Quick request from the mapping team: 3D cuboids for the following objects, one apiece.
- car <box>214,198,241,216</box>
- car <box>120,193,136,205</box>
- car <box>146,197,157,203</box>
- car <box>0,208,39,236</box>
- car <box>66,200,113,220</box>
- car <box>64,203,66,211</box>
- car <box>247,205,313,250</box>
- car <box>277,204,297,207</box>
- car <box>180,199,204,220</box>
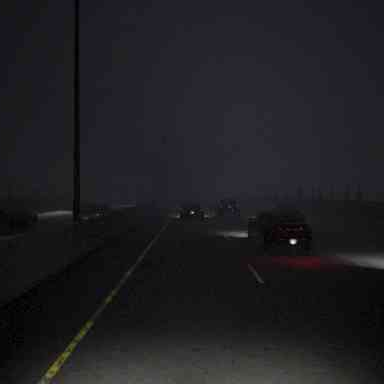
[{"bbox_3d":[3.383,1.365,32.453,2.097,1.767,4.553,0,0,-1],"label":"car"},{"bbox_3d":[-11.516,1.273,59.939,2.150,2.045,5.566,0,0,-1],"label":"car"},{"bbox_3d":[-8.184,1.617,66.760,1.895,1.301,4.718,0,0,-2],"label":"car"},{"bbox_3d":[-10.616,1.608,18.825,1.895,1.301,4.718,0,0,0],"label":"car"},{"bbox_3d":[-7.161,1.501,24.526,2.128,1.511,4.902,0,0,-1],"label":"car"},{"bbox_3d":[-14.565,1.617,42.022,1.895,1.301,4.718,0,0,-2],"label":"car"},{"bbox_3d":[3.600,1.510,14.267,1.837,1.490,4.892,0,0,0],"label":"car"},{"bbox_3d":[7.029,1.574,25.125,1.994,1.385,4.181,0,0,-1],"label":"car"},{"bbox_3d":[-0.016,1.574,27.787,1.994,1.385,4.181,0,0,-1],"label":"car"}]
